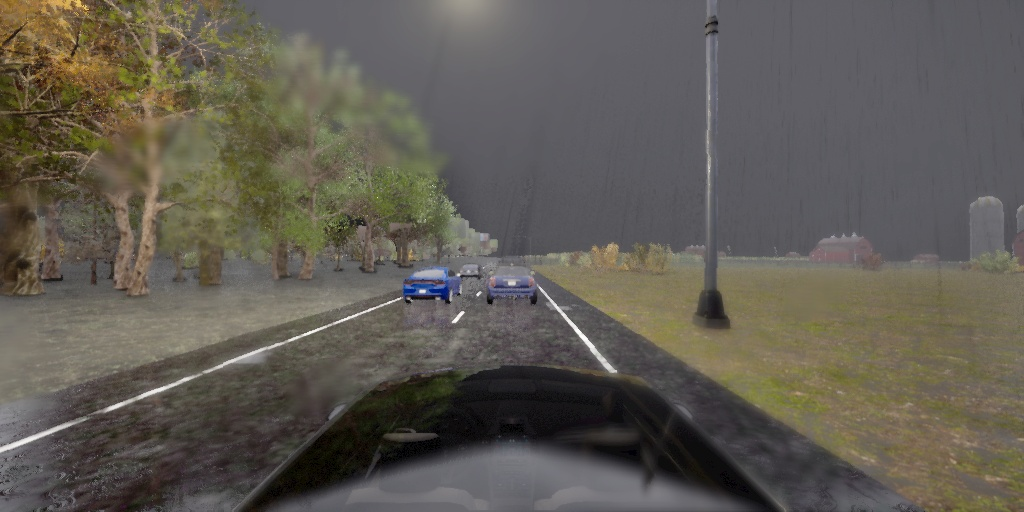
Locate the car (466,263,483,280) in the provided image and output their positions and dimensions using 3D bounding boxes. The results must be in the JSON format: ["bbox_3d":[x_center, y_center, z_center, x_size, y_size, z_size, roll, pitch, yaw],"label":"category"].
[{"bbox_3d":[-3.500,1.317,31.504,2.033,1.411,5.357,0,0,0],"label":"car"}]

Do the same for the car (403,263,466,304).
[{"bbox_3d":[-3.499,1.237,16.502,1.882,1.535,5.008,0,0,0],"label":"car"}]

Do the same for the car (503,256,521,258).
[{"bbox_3d":[0.001,1.011,31.535,2.150,2.045,5.566,0,0,0],"label":"car"}]

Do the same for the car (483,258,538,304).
[{"bbox_3d":[0.000,1.118,16.472,2.097,1.767,4.553,0,0,0],"label":"car"}]
